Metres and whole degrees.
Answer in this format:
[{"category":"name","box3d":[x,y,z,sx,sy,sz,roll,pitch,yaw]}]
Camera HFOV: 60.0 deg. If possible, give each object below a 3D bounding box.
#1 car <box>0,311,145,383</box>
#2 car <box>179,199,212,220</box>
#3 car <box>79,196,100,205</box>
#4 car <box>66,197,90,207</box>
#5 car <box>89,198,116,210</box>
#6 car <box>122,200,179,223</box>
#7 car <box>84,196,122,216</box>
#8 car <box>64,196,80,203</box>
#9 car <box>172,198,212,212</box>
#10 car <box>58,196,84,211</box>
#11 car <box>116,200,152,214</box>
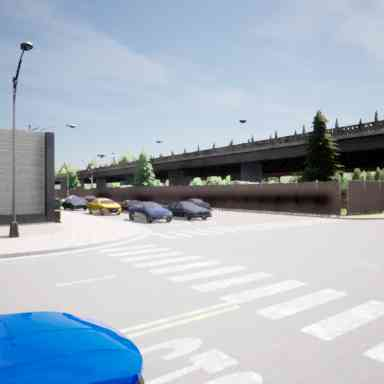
[{"category":"car","box3d":[-2.651,1.478,1.883,5.008,1.535,1.882,0,0,-36]},{"category":"car","box3d":[-0.629,1.489,27.367,2.033,1.411,5.357,0,0,-36]},{"category":"car","box3d":[-17.845,1.418,57.813,1.882,1.535,5.008,0,0,-36]},{"category":"car","box3d":[-17.486,1.489,50.986,2.033,1.411,5.357,0,0,-35]},{"category":"car","box3d":[-11.454,1.467,42.542,1.812,1.442,4.674,0,0,-36]},{"category":"car","box3d":[-3.231,1.468,24.996,1.812,1.442,4.674,0,0,-36]},{"category":"car","box3d":[-8.597,1.420,32.501,1.882,1.535,5.008,0,0,-36]},{"category":"car","box3d":[-23.772,1.465,65.932,1.812,1.442,4.674,0,0,-36]},{"category":"car","box3d":[-0.096,1.487,39.002,2.033,1.411,5.357,0,0,-36]},{"category":"car","box3d":[-14.294,1.490,40.480,2.033,1.411,5.357,0,0,-35]},{"category":"car","box3d":[-6.199,1.542,35.169,1.895,1.301,4.718,0,0,-36]}]
